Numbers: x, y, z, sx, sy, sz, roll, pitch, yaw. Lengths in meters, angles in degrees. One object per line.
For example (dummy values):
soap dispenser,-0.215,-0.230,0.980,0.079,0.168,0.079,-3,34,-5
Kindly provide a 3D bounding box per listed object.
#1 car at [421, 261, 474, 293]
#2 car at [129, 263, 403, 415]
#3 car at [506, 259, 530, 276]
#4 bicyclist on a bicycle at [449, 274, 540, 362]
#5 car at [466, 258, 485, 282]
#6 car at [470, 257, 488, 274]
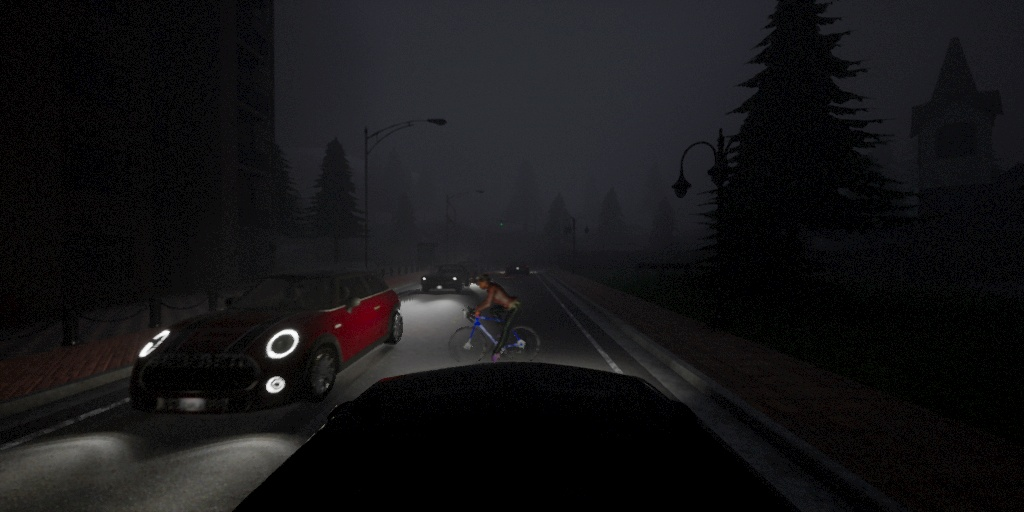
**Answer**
car,-3.377,1.125,19.009,1.895,1.301,4.718,0,1,1
car,-3.556,1.043,6.255,2.097,1.767,4.553,0,1,1
car,0.477,0.936,30.687,1.994,1.385,4.181,0,1,1
bicyclist on a bicycle,-0.326,1.138,6.419,1.656,1.620,0.582,-2,1,1
car,-3.208,1.046,24.460,1.994,1.385,4.181,0,1,1
car,-3.164,0.861,30.824,2.128,1.511,4.902,0,1,1
